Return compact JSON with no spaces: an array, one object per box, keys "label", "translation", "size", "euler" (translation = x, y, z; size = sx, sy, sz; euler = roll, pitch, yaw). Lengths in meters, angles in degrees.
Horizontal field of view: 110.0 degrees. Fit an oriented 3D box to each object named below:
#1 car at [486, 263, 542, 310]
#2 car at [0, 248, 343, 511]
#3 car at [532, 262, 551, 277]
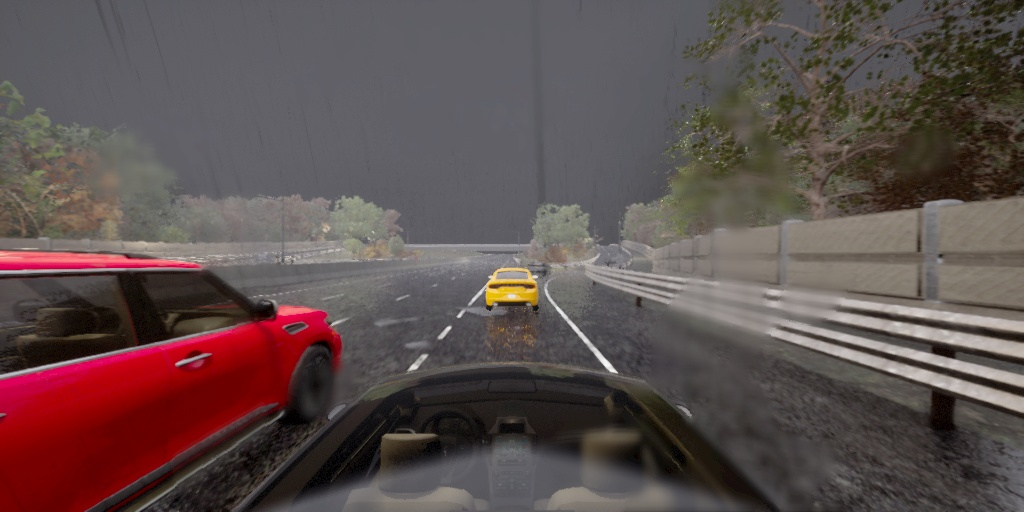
[{"label":"car","translation":[0.049,1.232,14.783],"size":[1.882,1.535,5.008],"euler":[0,0,1]},{"label":"car","translation":[-3.400,0.972,2.565],"size":[2.150,2.045,5.566],"euler":[0,0,0]},{"label":"car","translation":[2.855,1.326,36.639],"size":[2.128,1.511,4.902],"euler":[2,-1,14]}]
